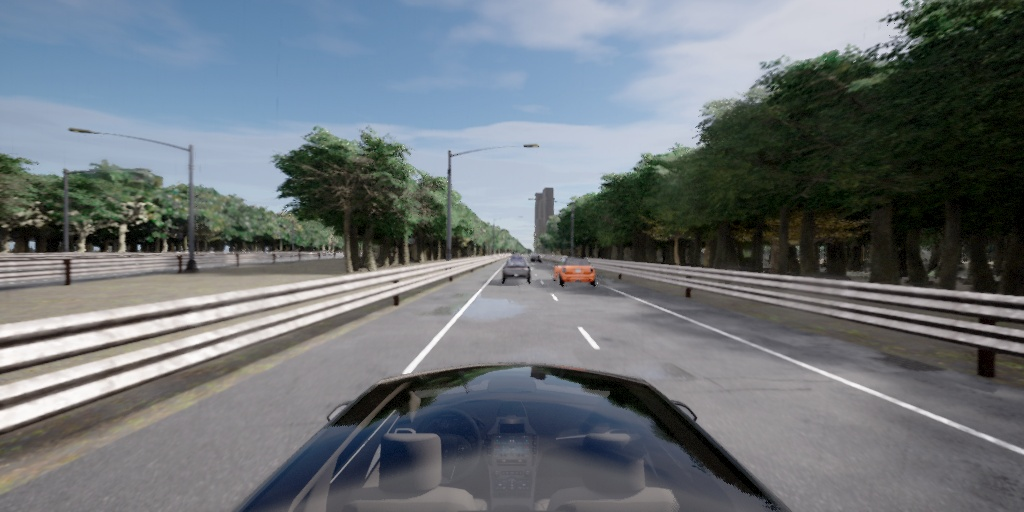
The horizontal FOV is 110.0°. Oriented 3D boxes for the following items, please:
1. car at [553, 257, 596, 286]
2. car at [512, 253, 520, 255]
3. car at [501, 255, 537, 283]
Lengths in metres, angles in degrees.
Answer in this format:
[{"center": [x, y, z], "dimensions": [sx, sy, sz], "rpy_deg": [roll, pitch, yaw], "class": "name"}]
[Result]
[{"center": [3.779, 0.839, 22.481], "dimensions": [2.097, 1.767, 4.553], "rpy_deg": [0, 1, 1], "class": "car"}, {"center": [0.739, 0.274, 64.692], "dimensions": [2.097, 1.767, 4.553], "rpy_deg": [0, 1, 1], "class": "car"}, {"center": [0.301, 0.933, 24.156], "dimensions": [2.128, 1.511, 4.902], "rpy_deg": [0, 1, 1], "class": "car"}]
